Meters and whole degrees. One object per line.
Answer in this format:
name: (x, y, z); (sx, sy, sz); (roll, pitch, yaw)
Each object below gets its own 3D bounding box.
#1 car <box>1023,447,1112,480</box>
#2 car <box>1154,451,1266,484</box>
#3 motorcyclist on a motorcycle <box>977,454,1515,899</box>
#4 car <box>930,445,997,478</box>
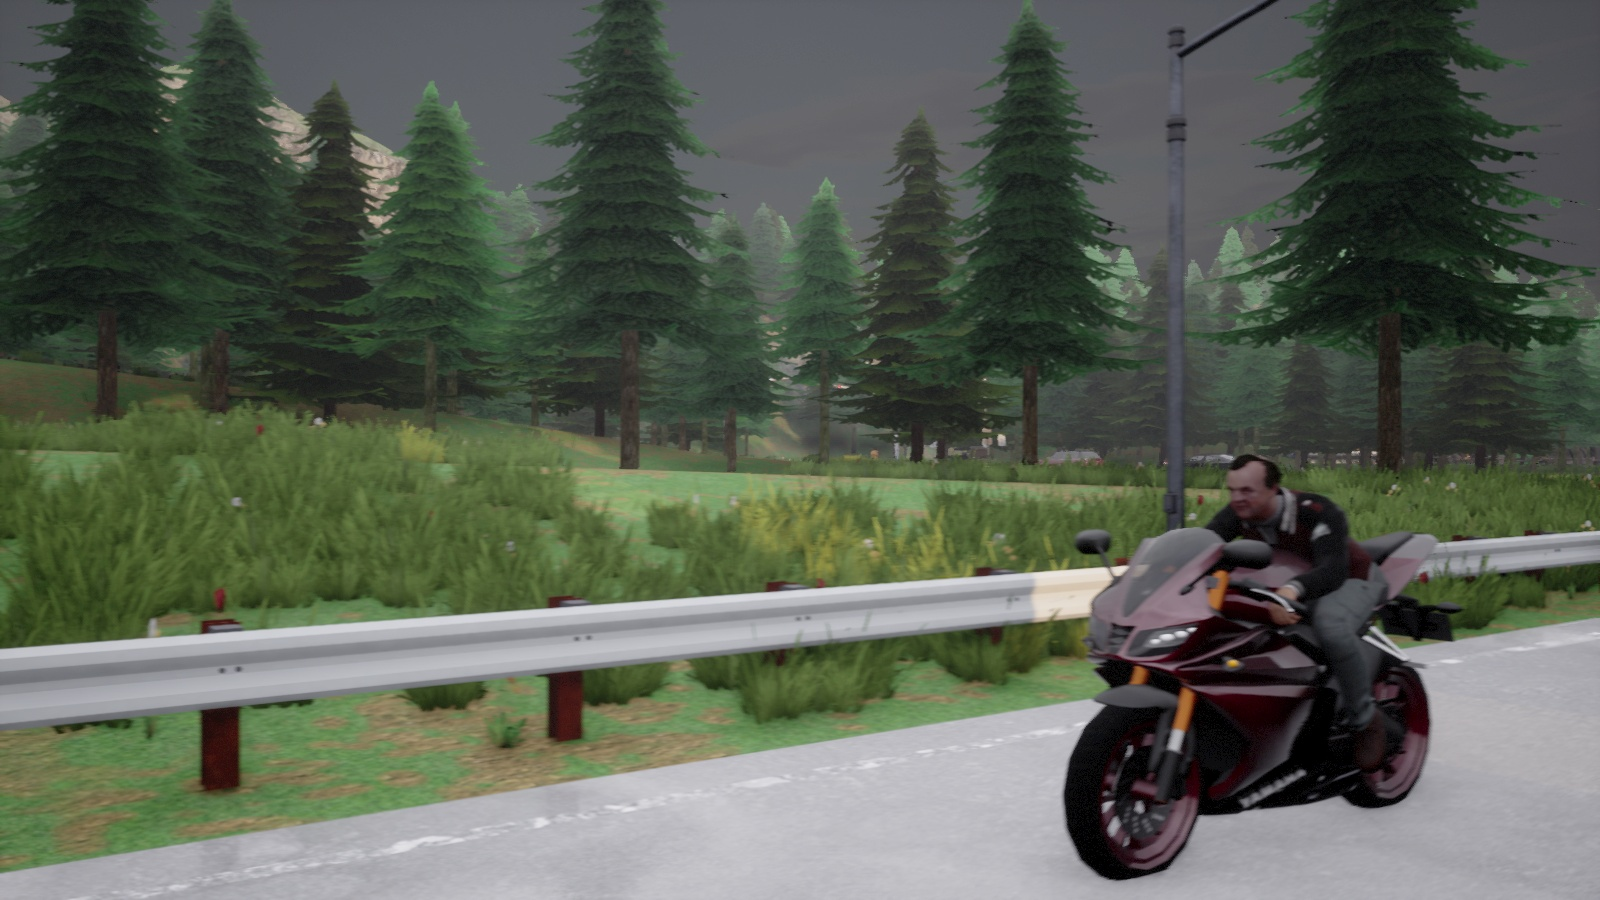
car: (14.482, 0.713, 68.209); (2.097, 1.767, 4.553); (0, 0, -34)
car: (19.708, 0.803, 60.566); (1.882, 1.535, 5.008); (0, 0, -35)
motorcyclist on a motorcycle: (1.803, 0.788, 4.913); (2.191, 1.530, 0.866); (0, 0, -35)
car: (9.794, 0.678, 75.240); (1.905, 1.878, 3.866); (0, 0, -34)
